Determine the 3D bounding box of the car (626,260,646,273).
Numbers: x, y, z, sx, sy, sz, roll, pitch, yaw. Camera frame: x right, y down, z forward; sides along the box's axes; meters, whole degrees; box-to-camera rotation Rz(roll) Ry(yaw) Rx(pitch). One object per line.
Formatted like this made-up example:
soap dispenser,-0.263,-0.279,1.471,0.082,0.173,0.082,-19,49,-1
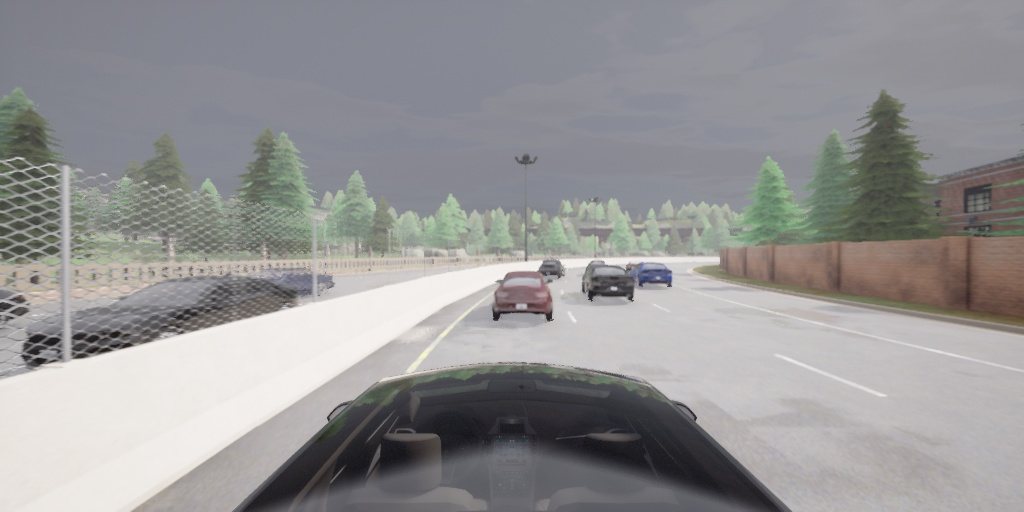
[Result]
car,13.839,1.136,39.751,1.895,1.301,4.718,0,0,22

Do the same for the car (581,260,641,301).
car,4.366,1.142,16.824,1.882,1.535,5.008,0,0,7

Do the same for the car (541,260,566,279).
car,3.478,1.091,30.685,1.837,1.490,4.892,0,0,15

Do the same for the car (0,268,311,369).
car,-6.944,1.192,7.937,1.882,1.535,5.008,0,0,2

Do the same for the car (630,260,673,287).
car,8.888,1.107,23.145,1.882,1.535,5.008,0,0,10

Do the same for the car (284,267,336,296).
car,-10.038,1.217,15.809,2.033,1.411,5.357,0,0,5

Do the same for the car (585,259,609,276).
car,8.272,1.090,34.605,1.812,1.442,4.674,0,0,18

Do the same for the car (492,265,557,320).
car,0.418,1.216,12.207,1.812,1.442,4.674,0,0,4

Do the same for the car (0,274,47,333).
car,-13.950,1.241,7.690,1.812,1.442,4.674,0,0,2
